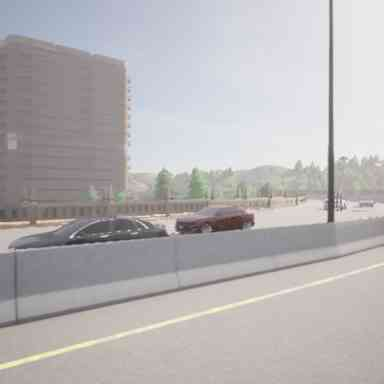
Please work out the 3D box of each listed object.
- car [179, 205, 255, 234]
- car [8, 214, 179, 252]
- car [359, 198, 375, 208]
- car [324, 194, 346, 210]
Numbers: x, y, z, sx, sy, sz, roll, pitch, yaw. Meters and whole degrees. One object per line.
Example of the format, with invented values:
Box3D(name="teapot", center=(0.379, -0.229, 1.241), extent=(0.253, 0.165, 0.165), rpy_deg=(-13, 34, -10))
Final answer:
Box3D(name="car", center=(1.367, 1.487, 18.252), extent=(5.008, 1.535, 1.882), rpy_deg=(0, 0, -39))
Box3D(name="car", center=(-3.042, 1.508, 10.504), extent=(4.892, 1.490, 1.837), rpy_deg=(0, 0, -36))
Box3D(name="car", center=(26.292, 1.567, 50.095), extent=(1.812, 1.442, 4.674), rpy_deg=(0, 0, 26))
Box3D(name="car", center=(18.768, 1.257, 43.462), extent=(2.150, 2.045, 5.566), rpy_deg=(0, 0, 31))
